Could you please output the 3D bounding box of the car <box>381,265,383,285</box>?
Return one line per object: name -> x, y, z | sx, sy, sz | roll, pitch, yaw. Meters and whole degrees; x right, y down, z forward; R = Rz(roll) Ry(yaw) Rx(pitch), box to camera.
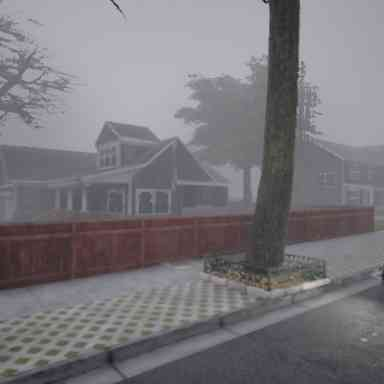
car -> 6.368, 1.569, 7.996 | 4.674, 1.442, 1.812 | 0, -1, -37
